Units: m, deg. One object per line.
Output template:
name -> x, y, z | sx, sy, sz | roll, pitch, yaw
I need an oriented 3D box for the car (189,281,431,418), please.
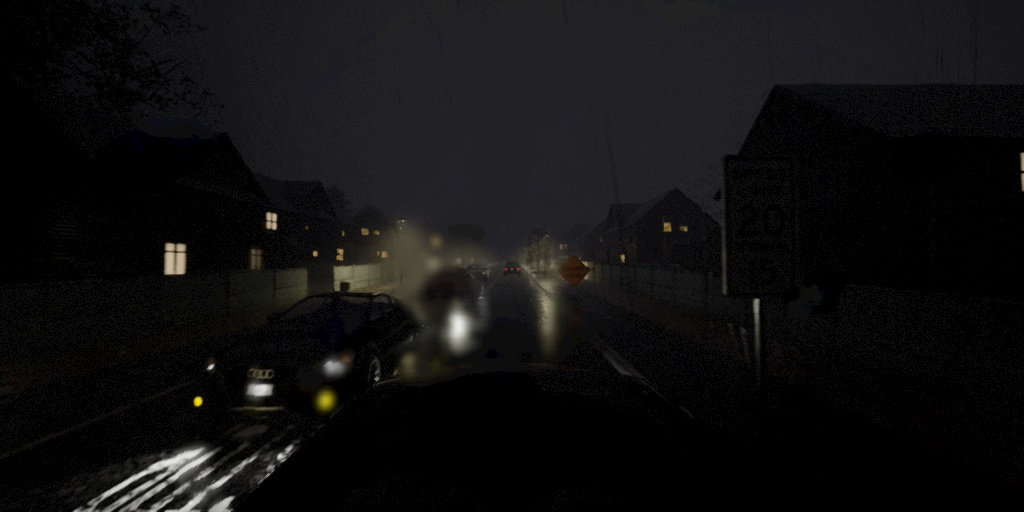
car -> -2.849, 1.317, 6.006 | 1.994, 1.385, 4.181 | 0, 0, -1

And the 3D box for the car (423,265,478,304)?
car -> -2.862, 1.239, 16.481 | 1.882, 1.535, 5.008 | 0, 0, 0

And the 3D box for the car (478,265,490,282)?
car -> -2.863, 1.380, 29.660 | 1.895, 1.301, 4.718 | 0, 0, 0

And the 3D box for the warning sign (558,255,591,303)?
warning sign -> 2.505, 0.873, 14.241 | 1.300, 1.860, 1.060 | 0, 0, 0

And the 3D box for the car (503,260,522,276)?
car -> 0.016, 1.341, 37.486 | 2.033, 1.411, 5.357 | 0, 0, 0
